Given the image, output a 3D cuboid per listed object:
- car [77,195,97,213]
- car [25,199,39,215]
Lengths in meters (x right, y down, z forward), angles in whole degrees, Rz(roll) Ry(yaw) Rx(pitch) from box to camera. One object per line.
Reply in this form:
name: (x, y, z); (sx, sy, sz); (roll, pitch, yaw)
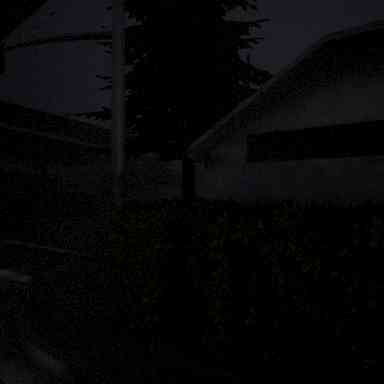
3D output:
car: (-10.416, 1.312, 35.159); (3.866, 1.878, 1.905); (0, 0, 35)
car: (-17.223, 1.479, 33.031); (4.611, 1.667, 2.242); (0, 0, 35)
